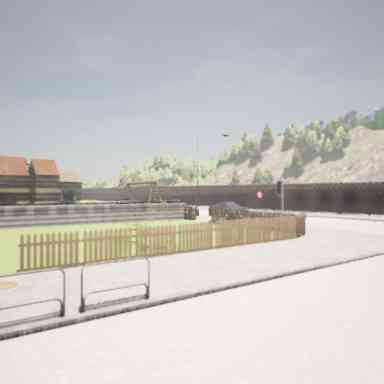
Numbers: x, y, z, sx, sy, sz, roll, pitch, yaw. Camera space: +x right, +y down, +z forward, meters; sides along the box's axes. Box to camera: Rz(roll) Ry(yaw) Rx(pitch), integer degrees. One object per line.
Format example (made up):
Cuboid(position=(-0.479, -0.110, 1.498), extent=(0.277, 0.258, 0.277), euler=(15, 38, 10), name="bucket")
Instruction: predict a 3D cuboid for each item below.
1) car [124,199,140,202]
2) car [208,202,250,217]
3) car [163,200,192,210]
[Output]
Cuboid(position=(-8.293, 1.635, 47.324), extent=(1.895, 1.301, 4.718), euler=(0, 0, -35), name="car")
Cuboid(position=(3.373, 1.598, 30.926), extent=(1.994, 1.385, 4.181), euler=(0, 0, -35), name="car")
Cuboid(position=(-2.072, 1.581, 38.563), extent=(2.033, 1.411, 5.357), euler=(0, 0, -35), name="car")
